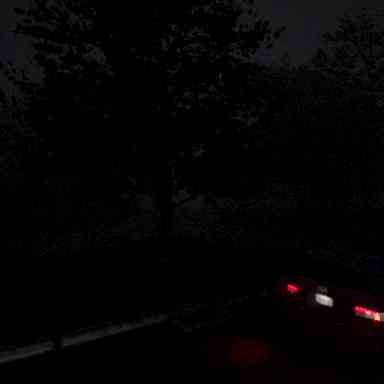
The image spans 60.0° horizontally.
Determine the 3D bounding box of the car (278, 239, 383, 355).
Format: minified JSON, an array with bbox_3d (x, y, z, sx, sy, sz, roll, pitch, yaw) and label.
[{"bbox_3d":[4.006,1.572,5.934,5.357,1.411,2.033,0,0,-31],"label":"car"}]
